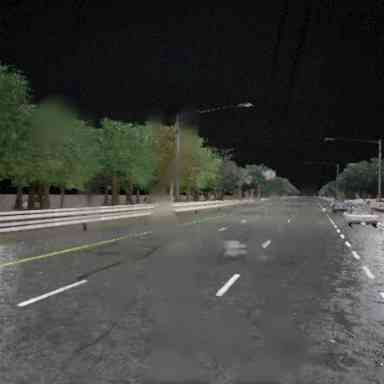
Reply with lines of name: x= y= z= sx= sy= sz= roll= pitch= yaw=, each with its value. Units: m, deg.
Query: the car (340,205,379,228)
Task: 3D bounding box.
car: x=12.676 y=1.888 z=25.188 sx=1.895 sy=1.301 sz=4.718 roll=0 pitch=0 yaw=20

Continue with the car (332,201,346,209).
car: x=26.507 y=2.250 z=59.881 sx=1.895 sy=1.301 sz=4.718 roll=0 pitch=0 yaw=29

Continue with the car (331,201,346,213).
car: x=19.478 y=2.023 z=43.827 sx=2.033 sy=1.411 sz=5.357 roll=0 pitch=0 yaw=20

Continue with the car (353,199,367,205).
car: x=38.812 y=2.400 z=76.757 sx=1.812 sy=1.442 sz=4.674 roll=0 pitch=0 yaw=45
